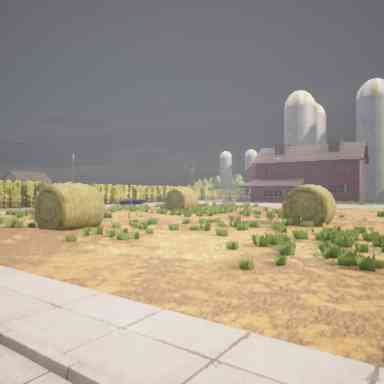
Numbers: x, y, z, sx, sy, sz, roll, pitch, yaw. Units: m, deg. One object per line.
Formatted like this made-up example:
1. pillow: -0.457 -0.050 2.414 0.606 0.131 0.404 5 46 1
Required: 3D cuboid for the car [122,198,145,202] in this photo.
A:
1. car: -9.849 1.651 55.191 1.895 1.301 4.718 0 0 33
